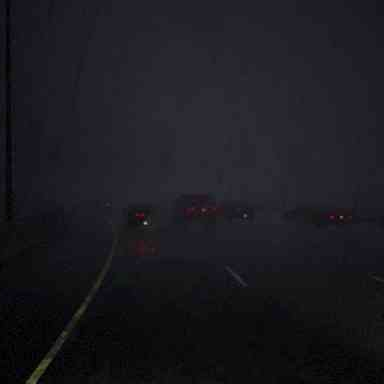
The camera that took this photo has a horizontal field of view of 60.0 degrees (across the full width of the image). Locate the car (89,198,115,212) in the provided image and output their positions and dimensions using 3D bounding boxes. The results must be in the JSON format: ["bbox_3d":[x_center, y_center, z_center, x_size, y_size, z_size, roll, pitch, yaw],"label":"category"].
[{"bbox_3d":[-10.168,1.424,37.537,2.033,1.411,5.357,0,0,-29],"label":"car"}]

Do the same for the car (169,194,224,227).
[{"bbox_3d":[-0.014,1.132,22.356,2.150,2.045,5.566,0,1,-16],"label":"car"}]

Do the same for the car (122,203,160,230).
[{"bbox_3d":[-3.195,1.431,20.592,1.837,1.490,4.892,0,0,-15],"label":"car"}]

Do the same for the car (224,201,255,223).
[{"bbox_3d":[2.880,1.382,24.642,2.128,1.511,4.902,0,0,-17],"label":"car"}]

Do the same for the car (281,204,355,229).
[{"bbox_3d":[7.662,1.438,20.875,2.033,1.411,5.357,0,0,-14],"label":"car"}]
